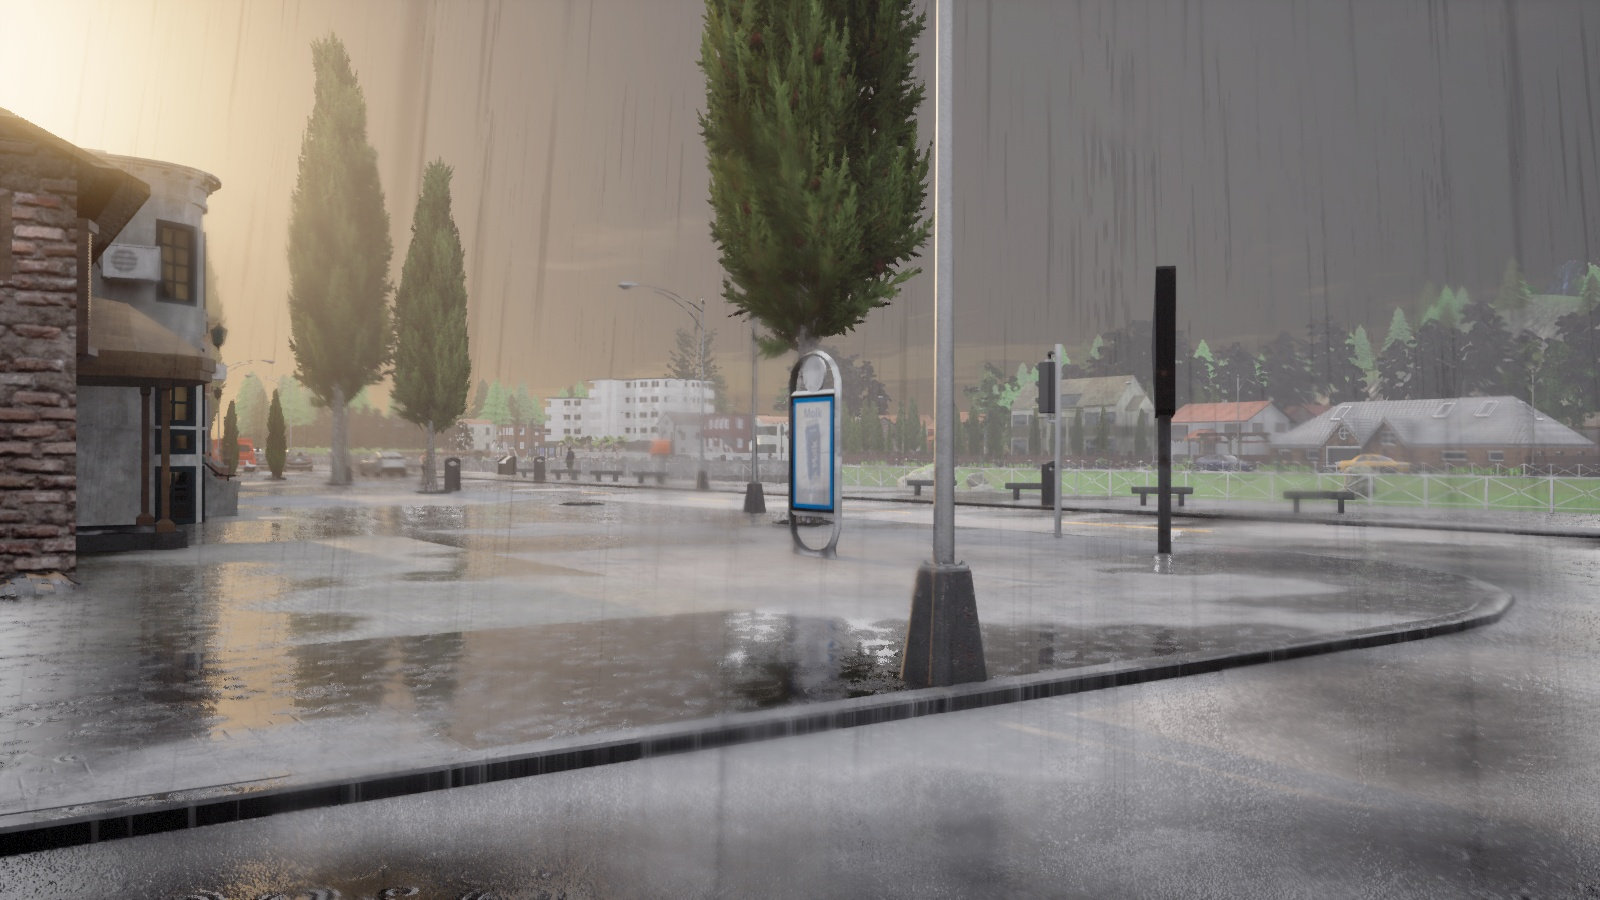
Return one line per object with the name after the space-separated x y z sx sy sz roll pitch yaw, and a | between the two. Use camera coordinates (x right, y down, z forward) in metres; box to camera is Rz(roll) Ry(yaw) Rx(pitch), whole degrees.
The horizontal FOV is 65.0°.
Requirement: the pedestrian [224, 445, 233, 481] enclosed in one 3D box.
-29.865 0.678 65.578 0.331 1.846 0.634 0 0 -34 | pedestrian

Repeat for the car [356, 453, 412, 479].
-25.040 0.929 75.505 2.007 1.525 4.514 0 0 -34 | car

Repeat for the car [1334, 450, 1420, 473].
40.710 0.814 88.699 1.801 1.575 5.366 0 0 -34 | car
